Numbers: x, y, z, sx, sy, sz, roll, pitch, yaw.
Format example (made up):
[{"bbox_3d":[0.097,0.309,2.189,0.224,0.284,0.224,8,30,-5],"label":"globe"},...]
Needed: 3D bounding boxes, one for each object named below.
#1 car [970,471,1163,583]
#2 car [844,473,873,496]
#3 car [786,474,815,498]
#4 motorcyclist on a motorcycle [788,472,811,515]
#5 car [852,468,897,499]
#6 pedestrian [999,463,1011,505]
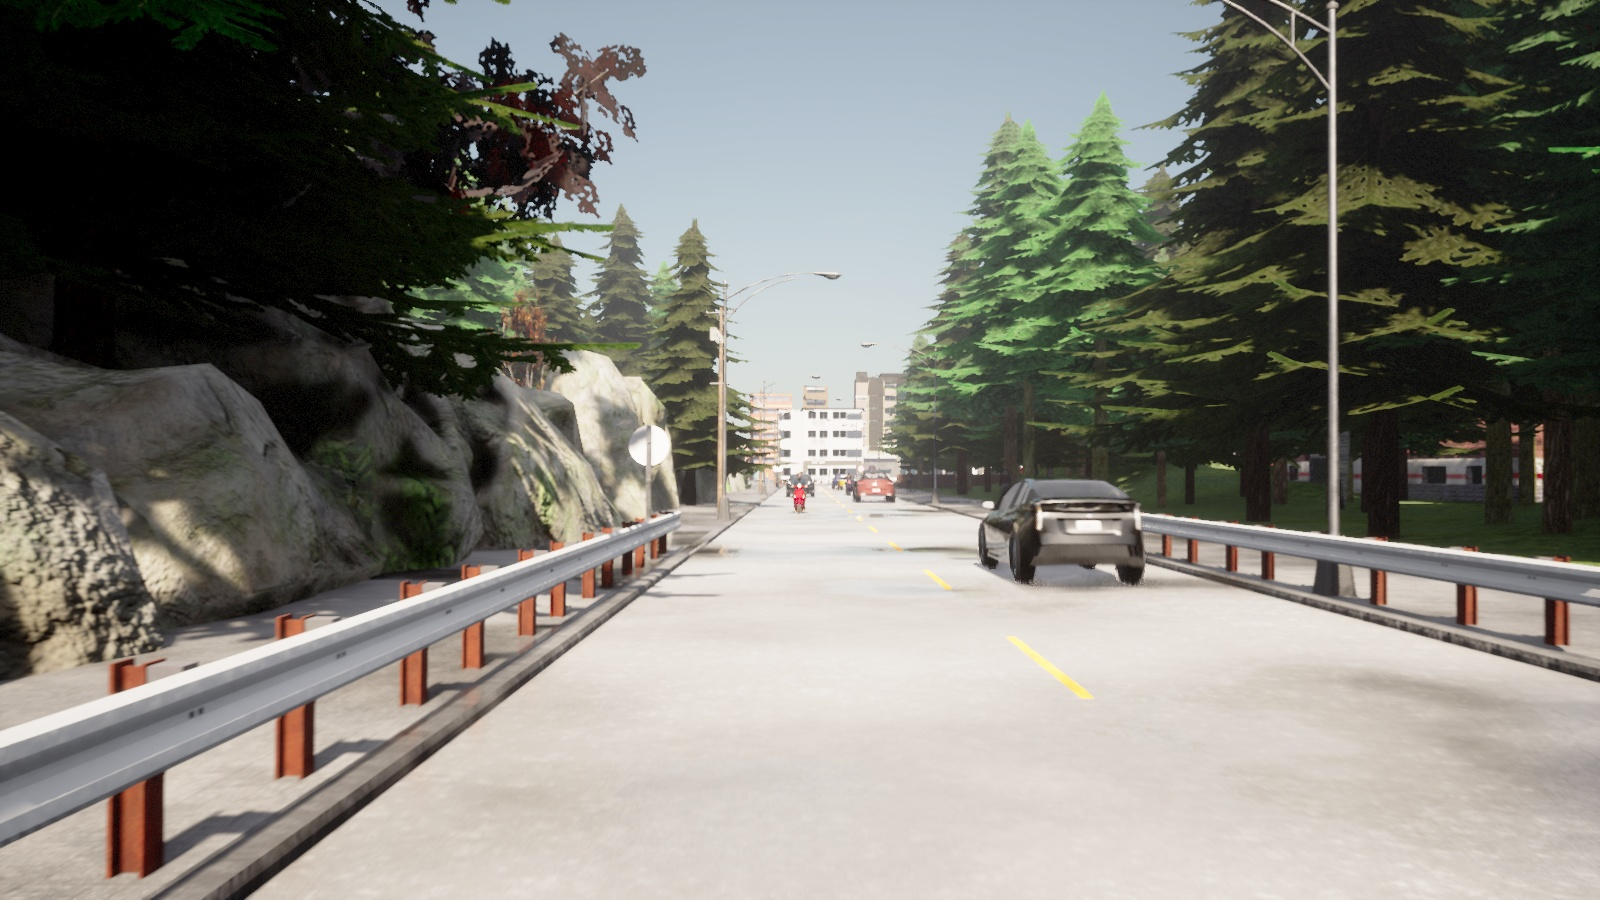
[{"bbox_3d":[3.952,1.098,19.443,2.007,1.525,4.514,0,-1,0],"label":"car"},{"bbox_3d":[4.059,2.396,87.923,1.845,1.501,3.633,0,-1,0],"label":"car"},{"bbox_3d":[0.046,2.277,80.931,1.837,1.490,4.892,0,-1,0],"label":"car"},{"bbox_3d":[-0.015,1.629,47.787,0.866,1.590,1.817,0,-1,0],"label":"motorcyclist on a motorcycle"},{"bbox_3d":[4.022,1.813,68.618,2.152,1.651,5.027,0,-1,0],"label":"car"},{"bbox_3d":[9.160,1.497,56.024,0.376,1.854,0.720,0,-1,-2],"label":"pedestrian"}]
